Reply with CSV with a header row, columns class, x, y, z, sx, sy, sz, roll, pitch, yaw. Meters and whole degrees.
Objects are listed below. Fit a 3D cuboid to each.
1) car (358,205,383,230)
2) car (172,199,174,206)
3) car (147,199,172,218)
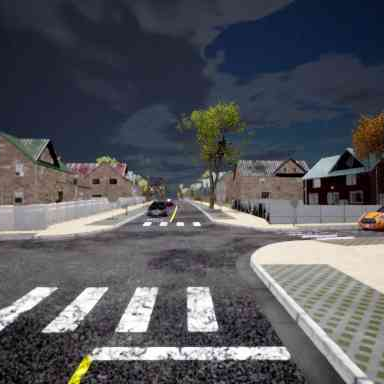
class,x,y,z,sx,sy,sz,roll,pitch,yaw
car,13.240,1.601,21.813,4.553,1.767,2.097,1,-3,-18
car,-4.053,1.864,58.727,1.895,1.301,4.718,0,0,-2
car,-3.172,1.619,31.433,1.812,1.442,4.674,0,0,-1
